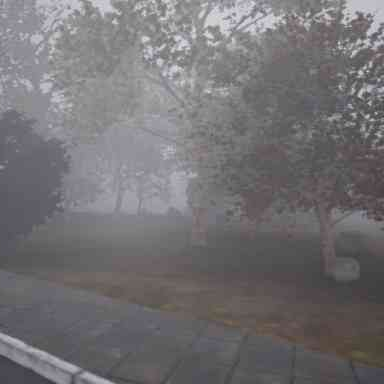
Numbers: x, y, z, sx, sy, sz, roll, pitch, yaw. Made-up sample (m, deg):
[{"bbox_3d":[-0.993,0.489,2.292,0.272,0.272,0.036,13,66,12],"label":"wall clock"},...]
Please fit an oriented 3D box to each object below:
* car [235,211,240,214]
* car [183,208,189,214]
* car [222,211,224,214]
[{"bbox_3d":[9.200,3.544,62.507,4.181,1.385,1.994,3,-1,-42],"label":"car"},{"bbox_3d":[0.895,3.027,54.936,4.718,1.301,1.895,5,-2,-42],"label":"car"},{"bbox_3d":[3.014,3.114,52.607,4.718,1.301,1.895,5,-2,-42],"label":"car"}]
